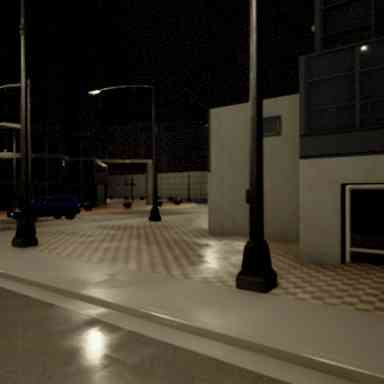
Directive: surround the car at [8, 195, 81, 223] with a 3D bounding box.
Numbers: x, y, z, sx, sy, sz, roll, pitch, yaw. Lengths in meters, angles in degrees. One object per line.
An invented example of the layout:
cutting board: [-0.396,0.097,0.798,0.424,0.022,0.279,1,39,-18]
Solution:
car: [-11.797,1.305,27.041,2.150,2.045,5.566,0,0,36]
